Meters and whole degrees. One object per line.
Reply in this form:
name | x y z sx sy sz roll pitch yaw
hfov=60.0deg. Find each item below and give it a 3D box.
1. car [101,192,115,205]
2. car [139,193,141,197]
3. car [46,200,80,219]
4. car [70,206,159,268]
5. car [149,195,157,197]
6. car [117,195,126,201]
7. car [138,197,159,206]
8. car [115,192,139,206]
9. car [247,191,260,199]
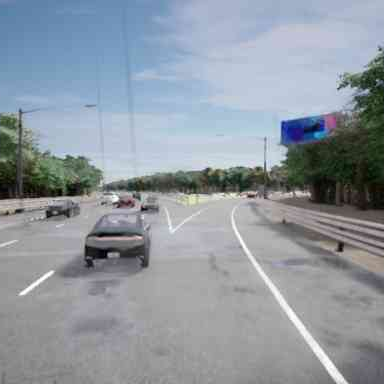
car | -13.181 1.054 53.417 2.150 2.045 5.566 0 0 -7
car | -13.026 1.077 77.559 2.150 2.045 5.566 0 0 -8
car | -10.610 1.396 27.525 1.812 1.442 4.674 0 0 -5
car | -2.258 1.438 11.136 2.128 1.511 4.902 0 0 -5
car | -6.682 1.348 56.536 1.837 1.490 4.892 0 0 -7
car | -16.885 1.379 79.687 1.812 1.442 4.674 0 0 -9
car | -4.347 1.462 34.837 1.895 1.301 4.718 0 0 -5
car | -8.798 1.192 45.213 2.097 1.767 4.553 0 0 -6
car | 15.592 0.902 86.251 1.882 1.535 5.008 0 1 24
